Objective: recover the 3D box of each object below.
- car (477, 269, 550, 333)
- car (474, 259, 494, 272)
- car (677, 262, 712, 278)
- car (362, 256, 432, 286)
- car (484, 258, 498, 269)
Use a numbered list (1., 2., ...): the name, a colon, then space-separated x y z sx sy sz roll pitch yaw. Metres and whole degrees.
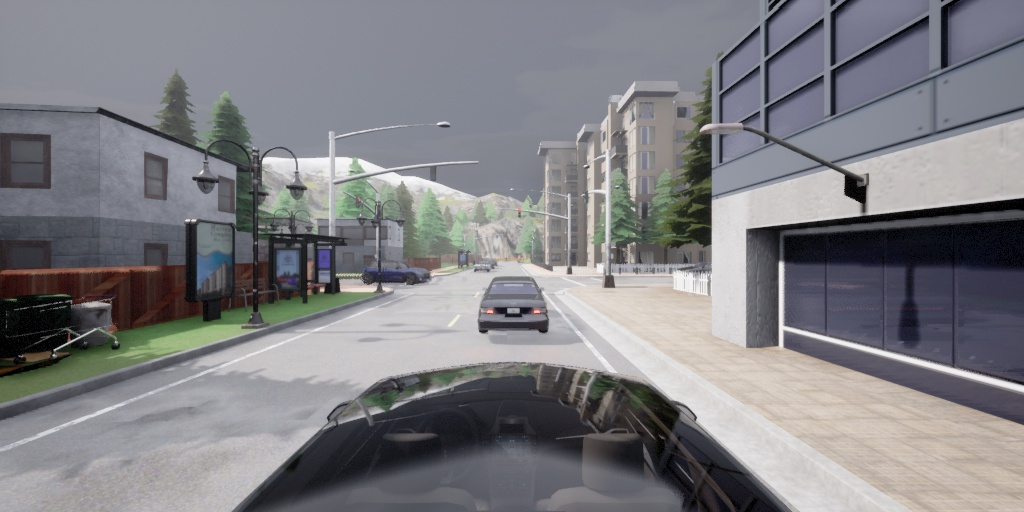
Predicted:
1. car: 0.041 1.297 10.701 2.033 1.411 5.357 0 0 0
2. car: -3.731 1.351 45.410 1.895 1.301 4.718 0 0 0
3. car: 16.601 1.257 30.700 4.902 1.511 2.128 0 0 -2
4. car: -7.896 1.089 24.828 4.553 1.767 2.097 0 0 9
5. car: -3.753 1.102 55.264 2.097 1.767 4.553 0 0 0
